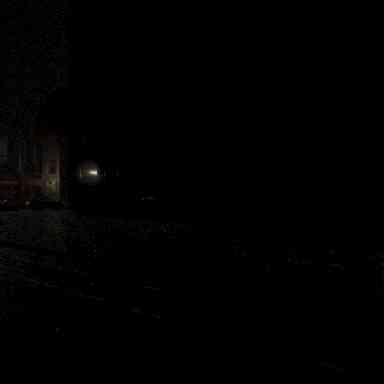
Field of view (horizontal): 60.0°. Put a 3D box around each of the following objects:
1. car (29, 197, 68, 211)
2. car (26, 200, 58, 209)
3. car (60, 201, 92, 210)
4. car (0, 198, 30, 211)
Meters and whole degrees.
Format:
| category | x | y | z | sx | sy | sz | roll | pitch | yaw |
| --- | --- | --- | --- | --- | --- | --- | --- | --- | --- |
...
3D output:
| category | x | y | z | sx | sy | sz | roll | pitch | yaw |
| --- | --- | --- | --- | --- | --- | --- | --- | --- | --- |
| car | -20.328 | 1.656 | 45.808 | 2.192 | 1.841 | 5.009 | -1 | -1 | 36 |
| car | -24.525 | 1.979 | 54.592 | 2.008 | 1.369 | 4.403 | -1 | -1 | 36 |
| car | -17.357 | 1.992 | 49.933 | 1.802 | 1.307 | 4.206 | -1 | -1 | 36 |
| car | -23.296 | 1.817 | 41.673 | 1.887 | 1.381 | 4.507 | -1 | -1 | 36 |
